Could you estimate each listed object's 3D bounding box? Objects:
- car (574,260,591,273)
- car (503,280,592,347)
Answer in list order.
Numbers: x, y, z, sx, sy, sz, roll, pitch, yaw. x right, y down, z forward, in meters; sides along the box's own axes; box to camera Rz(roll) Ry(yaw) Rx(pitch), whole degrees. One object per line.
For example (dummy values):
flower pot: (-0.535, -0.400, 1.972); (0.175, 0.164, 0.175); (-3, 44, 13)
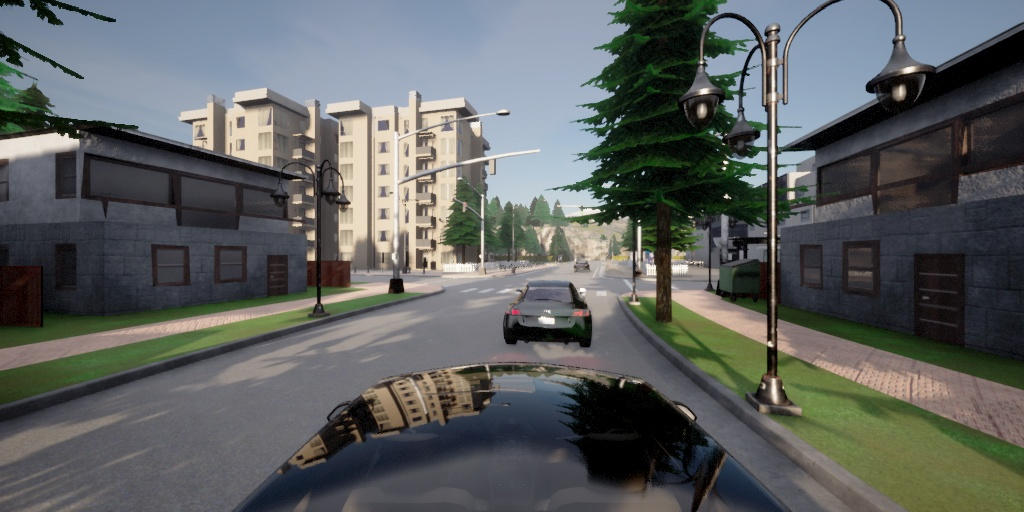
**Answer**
car: (8.793, 1.273, 44.941); (2.128, 1.511, 4.902); (0, 0, 14)
car: (1.007, 1.313, 9.410); (1.994, 1.385, 4.181); (0, 0, 8)
